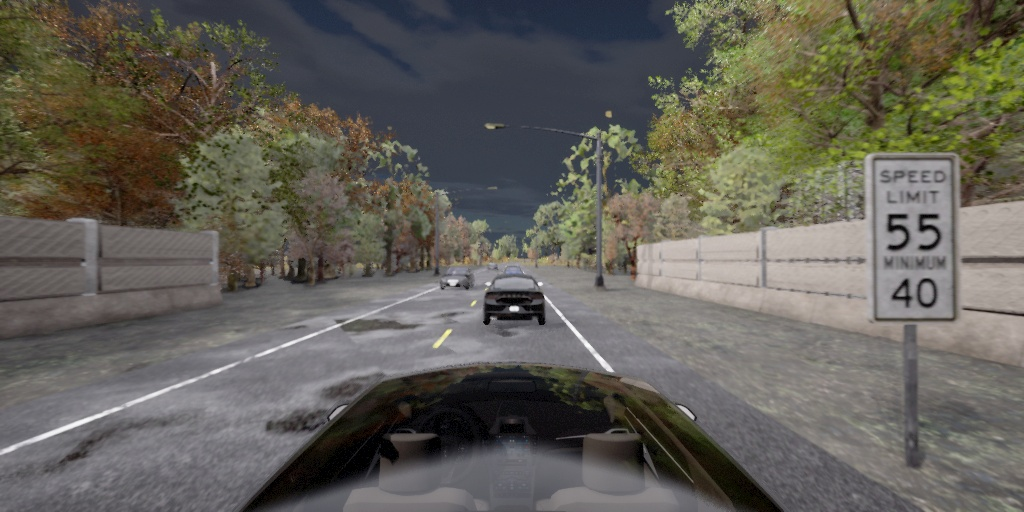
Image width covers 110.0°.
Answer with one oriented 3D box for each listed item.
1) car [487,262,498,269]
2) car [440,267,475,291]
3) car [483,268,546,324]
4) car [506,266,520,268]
[{"bbox_3d":[-3.504,1.898,64.846,1.812,1.442,4.674,0,-1,1],"label":"car"},{"bbox_3d":[-3.590,1.483,24.248,2.128,1.511,4.902,0,-1,0],"label":"car"},{"bbox_3d":[0.079,1.347,12.558,1.882,1.535,5.008,0,0,0],"label":"car"},{"bbox_3d":[0.110,1.629,33.434,2.033,1.411,5.357,0,-1,0],"label":"car"}]
